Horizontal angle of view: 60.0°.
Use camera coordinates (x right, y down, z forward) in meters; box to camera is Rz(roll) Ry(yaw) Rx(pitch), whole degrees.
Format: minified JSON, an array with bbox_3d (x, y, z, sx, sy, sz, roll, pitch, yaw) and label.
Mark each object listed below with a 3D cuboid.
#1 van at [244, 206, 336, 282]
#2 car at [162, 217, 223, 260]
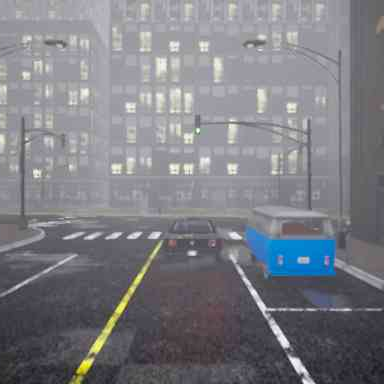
[{"bbox_3d":[2.568,1.335,9.505,1.690,1.788,3.998,0,0,0],"label":"van"},{"bbox_3d":[0.032,1.594,12.440,1.895,1.301,4.718,0,0,1],"label":"car"}]
